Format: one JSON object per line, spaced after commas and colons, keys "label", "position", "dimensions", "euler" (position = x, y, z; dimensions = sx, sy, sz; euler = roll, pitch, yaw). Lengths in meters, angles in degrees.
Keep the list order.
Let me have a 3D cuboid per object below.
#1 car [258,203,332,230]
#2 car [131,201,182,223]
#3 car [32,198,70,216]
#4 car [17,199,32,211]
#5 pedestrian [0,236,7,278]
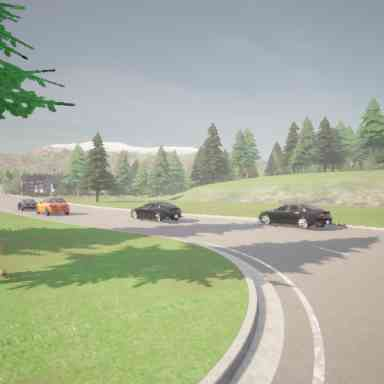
{"label": "car", "position": [6.469, 1.504, 21.386], "dimensions": [1.837, 1.490, 4.892], "euler": [1, -1, -37]}
{"label": "car", "position": [-2.853, 1.504, 25.941], "dimensions": [1.837, 1.490, 4.892], "euler": [0, 0, -45]}
{"label": "car", "position": [-13.879, 1.351, 32.981], "dimensions": [2.097, 1.767, 4.553], "euler": [0, 0, -40]}
{"label": "car", "position": [-19.908, 1.547, 40.354], "dimensions": [2.033, 1.411, 5.357], "euler": [0, 0, -34]}
{"label": "pedestrian", "position": [-4.831, 1.421, 8.128], "dimensions": [0.375, 1.300, 0.375], "euler": [0, 0, 6]}
